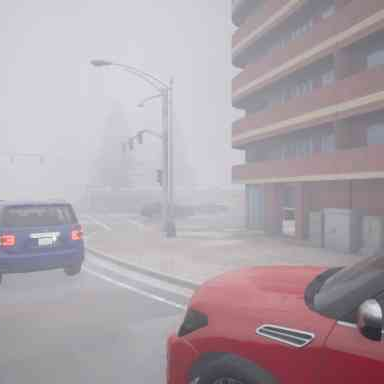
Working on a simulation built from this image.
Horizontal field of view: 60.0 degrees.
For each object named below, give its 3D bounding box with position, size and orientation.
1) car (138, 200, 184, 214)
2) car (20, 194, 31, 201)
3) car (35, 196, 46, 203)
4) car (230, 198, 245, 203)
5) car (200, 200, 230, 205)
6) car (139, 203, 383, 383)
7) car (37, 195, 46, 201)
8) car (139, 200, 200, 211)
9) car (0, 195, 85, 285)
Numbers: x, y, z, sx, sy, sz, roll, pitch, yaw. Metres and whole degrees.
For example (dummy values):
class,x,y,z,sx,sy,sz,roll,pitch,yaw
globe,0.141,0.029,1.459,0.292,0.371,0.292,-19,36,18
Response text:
class,x,y,z,sx,sy,sz,roll,pitch,yaw
car,-3.344,1.581,36.126,4.674,1.442,1.812,0,0,-23
car,-40.482,1.355,80.970,2.097,1.767,4.553,0,0,-23
car,-33.275,1.540,72.982,2.033,1.411,5.357,0,0,-23
car,5.178,1.533,39.703,5.008,1.535,1.882,0,0,-23
car,1.115,1.656,34.215,4.718,1.301,1.895,0,0,-23
car,2.392,1.221,2.420,5.566,2.045,2.150,0,0,36
car,-37.309,1.478,82.452,1.882,1.535,5.008,0,0,-23
car,-2.124,1.561,28.854,4.892,1.490,1.837,0,0,-23
car,-4.917,1.221,9.767,2.150,2.045,5.566,0,0,-36
